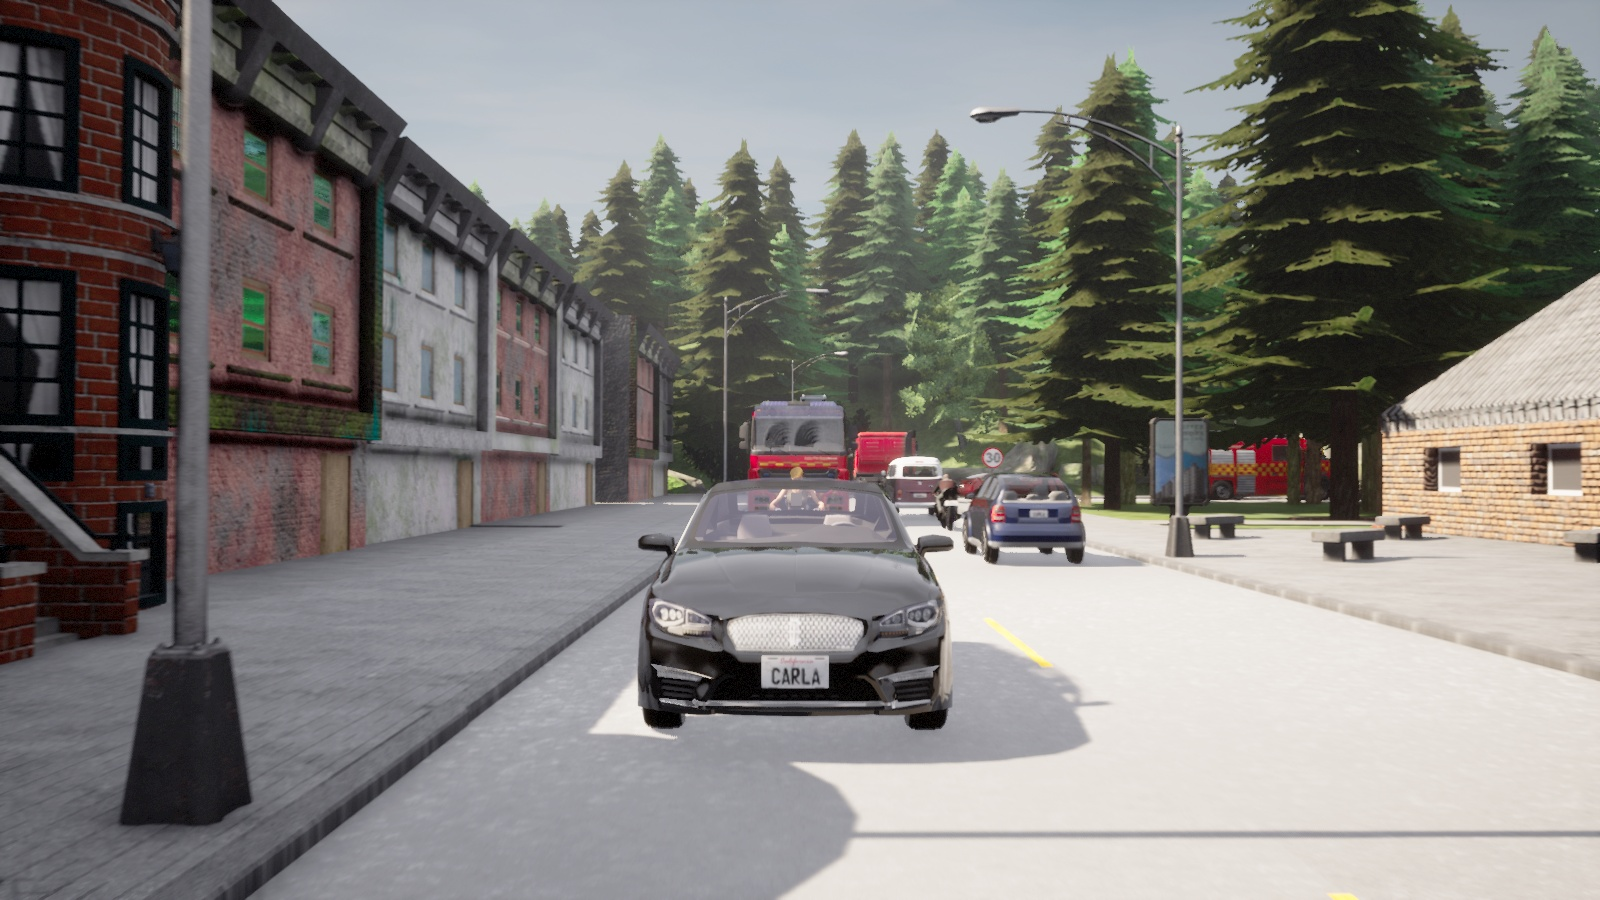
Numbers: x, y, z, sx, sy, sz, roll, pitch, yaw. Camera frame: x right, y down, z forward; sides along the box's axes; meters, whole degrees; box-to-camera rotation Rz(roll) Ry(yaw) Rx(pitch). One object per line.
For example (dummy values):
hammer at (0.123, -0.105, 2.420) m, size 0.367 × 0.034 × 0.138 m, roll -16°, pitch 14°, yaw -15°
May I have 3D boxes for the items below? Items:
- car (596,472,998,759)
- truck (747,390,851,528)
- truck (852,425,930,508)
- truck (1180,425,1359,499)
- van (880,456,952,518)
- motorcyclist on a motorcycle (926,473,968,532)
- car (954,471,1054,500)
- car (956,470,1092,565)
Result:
car at (-0.022, 0.922, 9.118) m, size 2.128 × 1.511 × 4.902 m, roll 0°, pitch -1°, yaw 0°
truck at (-0.038, 0.297, 39.322) m, size 2.891 × 3.827 × 8.468 m, roll 0°, pitch -1°, yaw 0°
truck at (3.964, 0.747, 56.278) m, size 2.891 × 3.462 × 7.936 m, roll 0°, pitch -1°, yaw 0°
truck at (25.043, 0.663, 67.345) m, size 8.468 × 3.827 × 2.891 m, roll 0°, pitch -1°, yaw 2°
van at (3.966, 1.244, 43.715) m, size 2.069 × 2.038 × 4.480 m, roll 0°, pitch -1°, yaw 0°
motorcyclist on a motorcycle at (3.966, 1.396, 34.024) m, size 0.866 × 1.530 × 2.191 m, roll 0°, pitch -1°, yaw 0°
car at (10.864, 1.878, 66.979) m, size 4.792 × 1.488 × 2.163 m, roll 0°, pitch -1°, yaw -18°
car at (3.965, 1.154, 22.757) m, size 1.789 × 1.549 × 3.705 m, roll 0°, pitch -1°, yaw 0°
